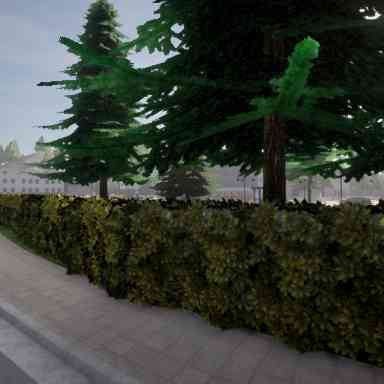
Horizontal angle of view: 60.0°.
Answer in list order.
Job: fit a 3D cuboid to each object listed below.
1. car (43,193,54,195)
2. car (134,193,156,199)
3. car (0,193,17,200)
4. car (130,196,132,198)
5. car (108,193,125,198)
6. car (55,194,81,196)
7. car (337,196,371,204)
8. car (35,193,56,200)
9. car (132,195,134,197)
[{"bbox_3d":[-29.670,1.298,72.102,4.514,1.523,2.007,0,0,-36],"label":"car"},{"bbox_3d":[-7.949,1.384,60.636,3.806,1.475,1.970,0,0,-36],"label":"car"},{"bbox_3d":[-44.668,1.077,80.711,3.866,1.878,1.905,0,0,-36],"label":"car"},{"bbox_3d":[-12.946,1.077,79.837,3.866,1.878,1.905,0,0,-36],"label":"car"},{"bbox_3d":[-20.412,1.154,90.228,5.027,1.636,2.152,0,0,-36],"label":"car"},{"bbox_3d":[-23.873,1.320,63.962,3.633,1.501,1.845,0,0,-36],"label":"car"},{"bbox_3d":[26.267,1.495,54.000,4.892,1.490,1.837,1,-1,40],"label":"car"},{"bbox_3d":[-36.361,1.097,82.633,4.605,1.855,1.932,0,0,-36],"label":"car"},{"bbox_3d":[-10.916,1.097,77.718,4.605,1.855,1.932,0,0,-36],"label":"car"}]
